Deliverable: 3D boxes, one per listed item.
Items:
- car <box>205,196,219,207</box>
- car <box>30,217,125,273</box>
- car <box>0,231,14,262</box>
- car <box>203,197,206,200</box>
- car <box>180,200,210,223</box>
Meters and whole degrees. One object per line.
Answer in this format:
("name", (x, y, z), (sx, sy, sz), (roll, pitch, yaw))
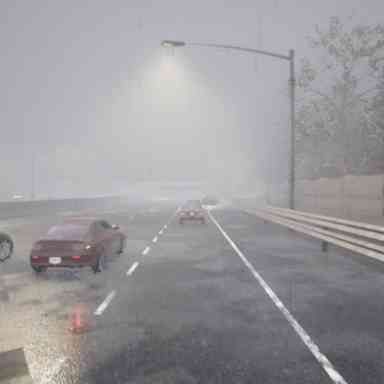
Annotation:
("car", (3.169, 1.484, 56.039), (2.097, 1.767, 4.553), (2, -2, 15))
("car", (-3.400, 1.529, 10.561), (1.812, 1.442, 4.674), (0, 0, 0))
("car", (-6.897, 1.507, 9.209), (1.837, 1.490, 4.892), (0, 0, 0))
("car", (0.180, 1.566, 37.719), (2.033, 1.411, 5.357), (0, 0, 3))
("car", (0.009, 1.558, 25.374), (2.033, 1.411, 5.357), (0, 0, 0))
